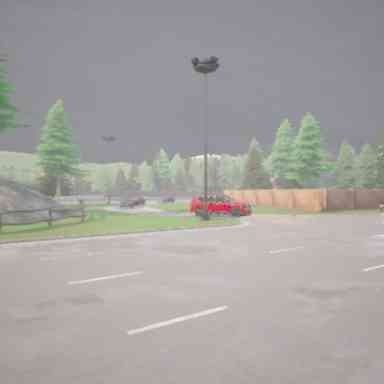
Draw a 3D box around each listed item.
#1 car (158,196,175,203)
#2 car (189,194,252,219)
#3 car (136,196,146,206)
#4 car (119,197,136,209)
[{"bbox_3d":[-5.186,1.526,67.559,2.128,1.511,4.902,0,0,25],"label":"car"},{"bbox_3d":[2.491,1.228,29.739,5.566,2.045,2.150,0,1,23],"label":"car"},{"bbox_3d":[-9.176,1.494,55.183,1.882,1.535,5.008,0,0,13],"label":"car"},{"bbox_3d":[-8.907,1.520,45.559,1.837,1.490,4.892,0,0,-10],"label":"car"}]
